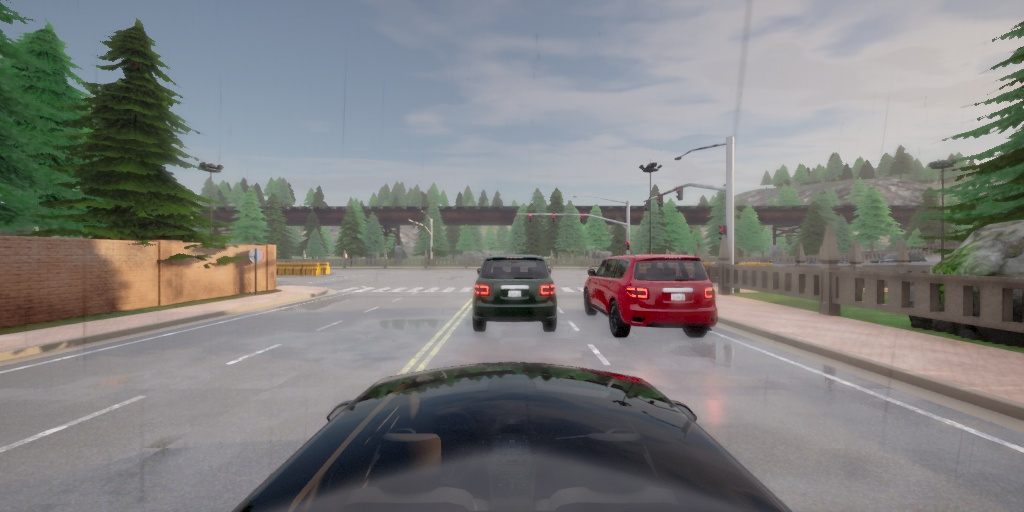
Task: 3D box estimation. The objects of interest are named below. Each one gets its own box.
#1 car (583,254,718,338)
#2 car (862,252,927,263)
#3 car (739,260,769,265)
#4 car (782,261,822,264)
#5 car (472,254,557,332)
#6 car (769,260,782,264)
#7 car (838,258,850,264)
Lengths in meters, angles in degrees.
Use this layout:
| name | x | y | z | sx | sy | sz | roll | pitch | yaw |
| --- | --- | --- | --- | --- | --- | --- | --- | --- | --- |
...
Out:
| name | x | y | z | sx | sy | sz | roll | pitch | yaw |
| --- | --- | --- | --- | --- | --- | --- | --- | --- | --- |
| car | 3.571 | 0.971 | 10.344 | 2.150 | 2.045 | 5.566 | 0 | 0 | 0 |
| car | 45.143 | 0.669 | 42.006 | 5.566 | 2.045 | 2.150 | -3 | 0 | -1 |
| car | 19.283 | 1.275 | 31.381 | 4.674 | 1.442 | 1.812 | 0 | 0 | 0 |
| car | 34.747 | 1.302 | 42.021 | 4.181 | 1.385 | 1.994 | 0 | 0 | 0 |
| car | 0.071 | 0.971 | 11.021 | 2.150 | 2.045 | 5.566 | 0 | 0 | 0 |
| car | 31.383 | 1.297 | 45.541 | 5.357 | 1.411 | 2.033 | 0 | 0 | 0 |
| car | 41.762 | 1.081 | 45.505 | 4.902 | 1.511 | 2.128 | -2 | 0 | 0 |
